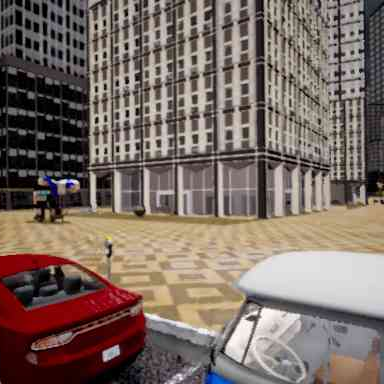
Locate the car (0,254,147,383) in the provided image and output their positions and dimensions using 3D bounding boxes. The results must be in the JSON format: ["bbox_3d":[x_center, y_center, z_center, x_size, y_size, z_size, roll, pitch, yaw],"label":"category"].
[{"bbox_3d":[-2.673,1.585,4.810,4.507,1.381,1.887,-1,-1,35],"label":"car"}]

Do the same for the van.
[{"bbox_3d":[1.891,1.334,1.676,3.998,1.788,1.690,-1,-1,35],"label":"van"}]
